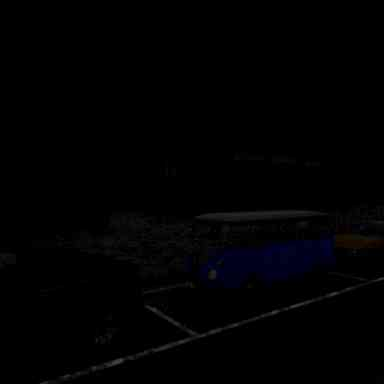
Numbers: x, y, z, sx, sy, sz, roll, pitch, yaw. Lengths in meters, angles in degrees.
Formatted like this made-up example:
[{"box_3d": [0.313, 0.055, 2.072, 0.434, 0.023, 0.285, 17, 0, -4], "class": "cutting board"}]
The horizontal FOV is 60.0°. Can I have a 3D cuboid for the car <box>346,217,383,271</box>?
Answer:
[{"box_3d": [5.956, 1.515, 10.875, 4.829, 1.417, 1.752, 0, 0, -35], "class": "car"}]

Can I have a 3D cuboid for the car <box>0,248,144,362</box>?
[{"box_3d": [-2.771, 1.565, 4.675, 4.313, 1.339, 1.947, 0, 0, -35], "class": "car"}]

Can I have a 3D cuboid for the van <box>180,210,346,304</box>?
[{"box_3d": [1.661, 1.336, 7.824, 3.998, 1.788, 1.690, 0, 0, -35], "class": "van"}]
